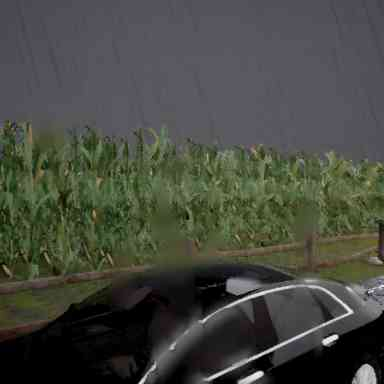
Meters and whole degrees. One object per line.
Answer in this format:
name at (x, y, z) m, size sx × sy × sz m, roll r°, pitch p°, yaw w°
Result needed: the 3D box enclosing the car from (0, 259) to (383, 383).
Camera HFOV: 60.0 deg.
car at (-0.053, 1.505, 3.037) m, size 4.892 × 1.490 × 1.837 m, roll 0°, pitch 0°, yaw -36°
